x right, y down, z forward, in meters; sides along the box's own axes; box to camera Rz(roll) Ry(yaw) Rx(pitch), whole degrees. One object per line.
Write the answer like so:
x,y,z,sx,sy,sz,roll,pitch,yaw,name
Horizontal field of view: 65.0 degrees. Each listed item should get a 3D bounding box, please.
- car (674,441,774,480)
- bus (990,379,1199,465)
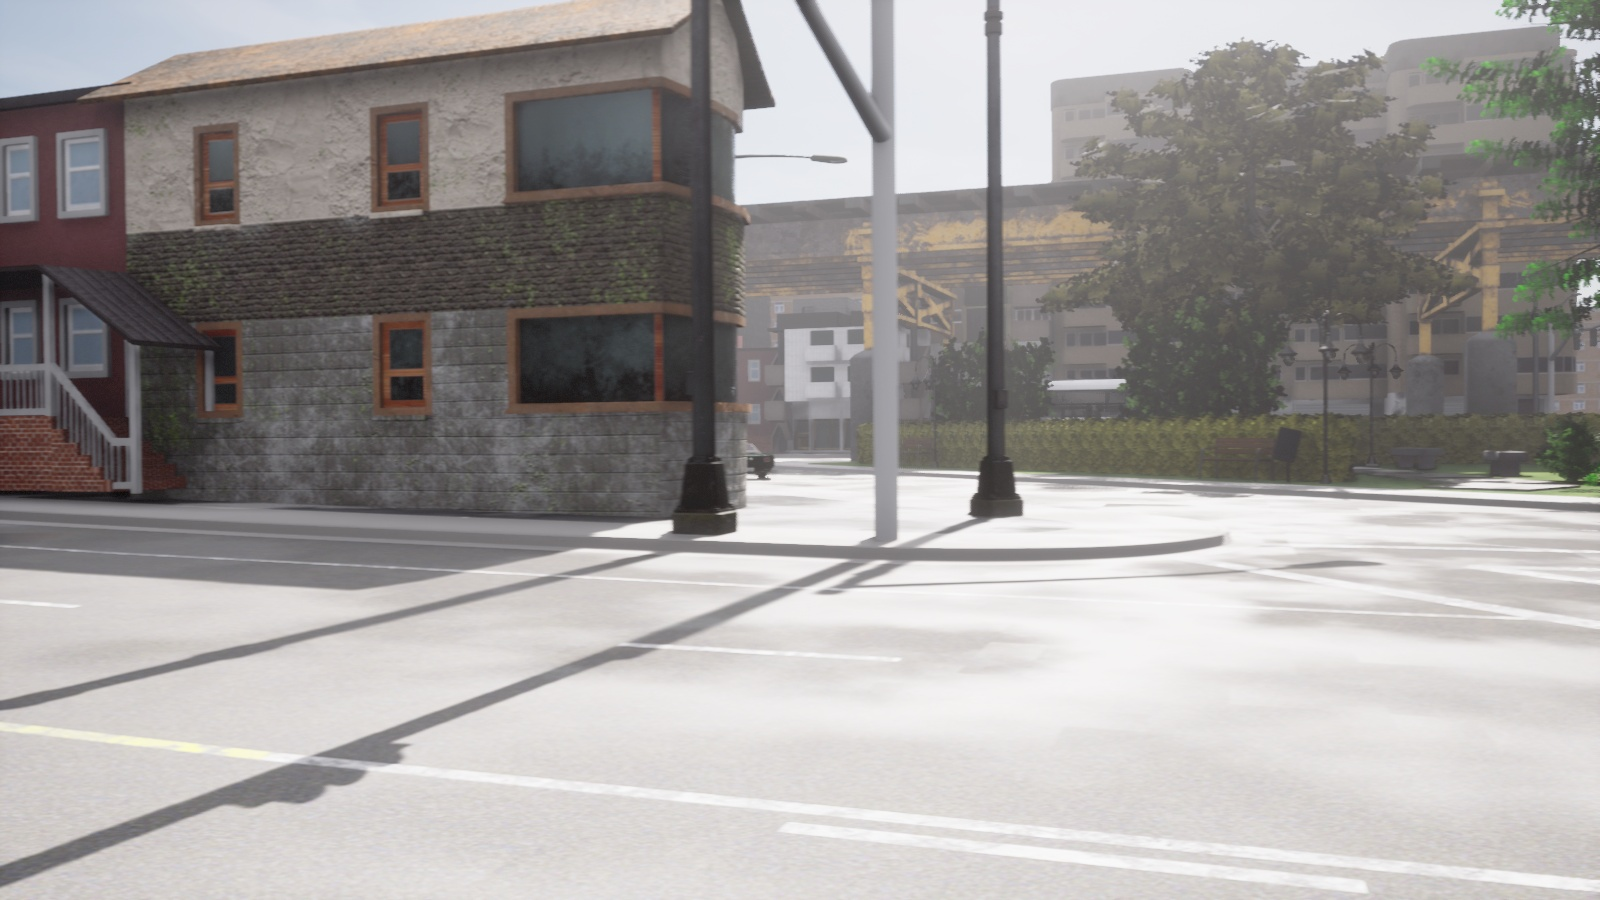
-2.807,0.343,45.388,1.895,1.301,4.718,0,1,-27,car
15.434,-1.447,65.757,10.273,4.253,3.944,0,1,19,bus
